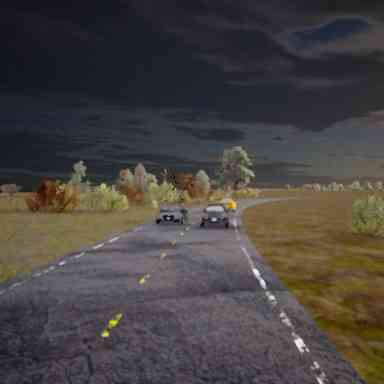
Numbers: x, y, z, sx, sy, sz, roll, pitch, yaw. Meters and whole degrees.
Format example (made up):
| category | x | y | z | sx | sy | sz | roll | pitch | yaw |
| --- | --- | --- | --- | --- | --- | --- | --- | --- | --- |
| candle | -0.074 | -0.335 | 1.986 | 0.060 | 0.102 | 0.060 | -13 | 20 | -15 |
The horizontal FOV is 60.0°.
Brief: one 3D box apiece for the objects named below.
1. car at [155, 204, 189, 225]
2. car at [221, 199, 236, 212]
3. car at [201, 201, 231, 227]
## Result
| category | x | y | z | sx | sy | sz | roll | pitch | yaw |
| --- | --- | --- | --- | --- | --- | --- | --- | --- | --- |
| car | -1.396 | 1.619 | 24.698 | 1.994 | 1.385 | 4.181 | 0 | 0 | 7 |
| car | 4.413 | 1.580 | 41.338 | 1.882 | 1.535 | 5.008 | 0 | 0 | 11 |
| car | 1.677 | 1.583 | 23.493 | 1.812 | 1.442 | 4.674 | 0 | 0 | 7 |
